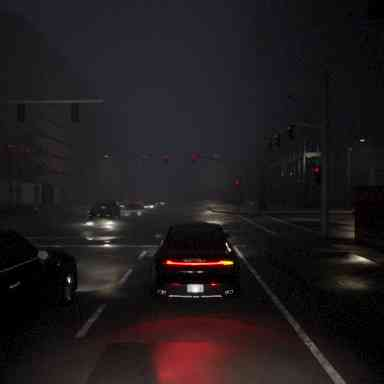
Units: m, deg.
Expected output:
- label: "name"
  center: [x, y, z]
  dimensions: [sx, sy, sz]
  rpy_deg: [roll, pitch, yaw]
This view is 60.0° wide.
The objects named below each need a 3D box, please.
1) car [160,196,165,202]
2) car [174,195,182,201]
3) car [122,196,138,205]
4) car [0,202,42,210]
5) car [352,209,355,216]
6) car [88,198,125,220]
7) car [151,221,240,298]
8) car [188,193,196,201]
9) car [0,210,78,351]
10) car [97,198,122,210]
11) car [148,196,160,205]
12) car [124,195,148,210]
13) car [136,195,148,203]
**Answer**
- label: "car"
  center: [-7.138, 1.581, 73.357]
  dimensions: [1.895, 1.301, 4.718]
  rpy_deg: [0, 0, 1]
- label: "car"
  center: [-3.517, 1.553, 84.269]
  dimensions: [1.994, 1.385, 4.181]
  rpy_deg: [0, 0, 1]
- label: "car"
  center: [-10.872, 1.525, 58.457]
  dimensions: [1.812, 1.442, 4.674]
  rpy_deg: [0, 0, 1]
- label: "car"
  center: [-16.870, 1.597, 30.834]
  dimensions: [5.357, 1.411, 2.033]
  rpy_deg: [0, 0, -13]
- label: "car"
  center: [15.972, 1.656, 27.702]
  dimensions: [4.718, 1.301, 1.895]
  rpy_deg: [0, 0, 0]
- label: "car"
  center: [-7.289, 1.531, 28.076]
  dimensions: [1.837, 1.490, 4.892]
  rpy_deg: [0, 0, -1]
- label: "car"
  center: [0.081, 1.505, 8.476]
  dimensions: [1.837, 1.490, 4.892]
  rpy_deg: [0, 0, 0]
- label: "car"
  center: [-0.014, 1.225, 84.494]
  dimensions: [2.150, 2.045, 5.566]
  rpy_deg: [0, 0, 1]
- label: "car"
  center: [-3.445, 1.352, 5.153]
  dimensions: [2.097, 1.767, 4.553]
  rpy_deg: [0, 0, 0]
- label: "car"
  center: [-10.973, 1.547, 44.685]
  dimensions: [2.033, 1.411, 5.357]
  rpy_deg: [0, 0, 0]
- label: "car"
  center: [-7.389, 1.492, 57.783]
  dimensions: [2.128, 1.511, 4.902]
  rpy_deg: [0, 0, 1]
- label: "car"
  center: [-7.459, 1.478, 43.857]
  dimensions: [1.882, 1.535, 5.008]
  rpy_deg: [0, 0, 0]
- label: "car"
  center: [-10.658, 1.472, 71.532]
  dimensions: [1.882, 1.535, 5.008]
  rpy_deg: [0, 0, 1]
